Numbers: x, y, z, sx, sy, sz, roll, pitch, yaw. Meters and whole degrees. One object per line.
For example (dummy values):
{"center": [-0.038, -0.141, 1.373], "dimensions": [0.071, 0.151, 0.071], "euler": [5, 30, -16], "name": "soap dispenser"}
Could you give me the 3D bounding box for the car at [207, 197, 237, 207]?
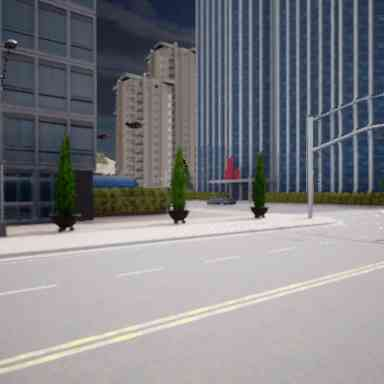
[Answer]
{"center": [4.520, 1.468, 51.132], "dimensions": [2.033, 1.411, 5.357], "euler": [0, 0, -36], "name": "car"}
